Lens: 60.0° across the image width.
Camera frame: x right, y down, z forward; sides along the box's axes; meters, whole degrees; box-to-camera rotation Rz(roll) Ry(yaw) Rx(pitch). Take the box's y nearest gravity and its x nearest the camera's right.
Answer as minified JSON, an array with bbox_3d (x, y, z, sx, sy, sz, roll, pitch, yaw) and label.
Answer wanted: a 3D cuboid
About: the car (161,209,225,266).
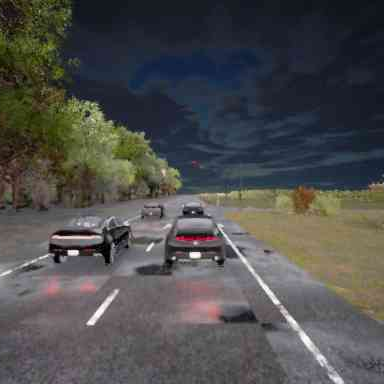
[{"bbox_3d":[0.095,1.554,11.770,1.837,1.490,4.892,0,-1,0],"label":"car"}]

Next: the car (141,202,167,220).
[{"bbox_3d":[-3.399,1.618,30.017,2.128,1.511,4.902,0,0,0],"label":"car"}]

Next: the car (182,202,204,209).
[{"bbox_3d":[0.104,1.606,30.298,1.882,1.535,5.008,0,-1,0],"label":"car"}]

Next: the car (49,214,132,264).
[{"bbox_3d":[-3.405,1.543,11.975,2.128,1.511,4.902,0,0,0],"label":"car"}]
